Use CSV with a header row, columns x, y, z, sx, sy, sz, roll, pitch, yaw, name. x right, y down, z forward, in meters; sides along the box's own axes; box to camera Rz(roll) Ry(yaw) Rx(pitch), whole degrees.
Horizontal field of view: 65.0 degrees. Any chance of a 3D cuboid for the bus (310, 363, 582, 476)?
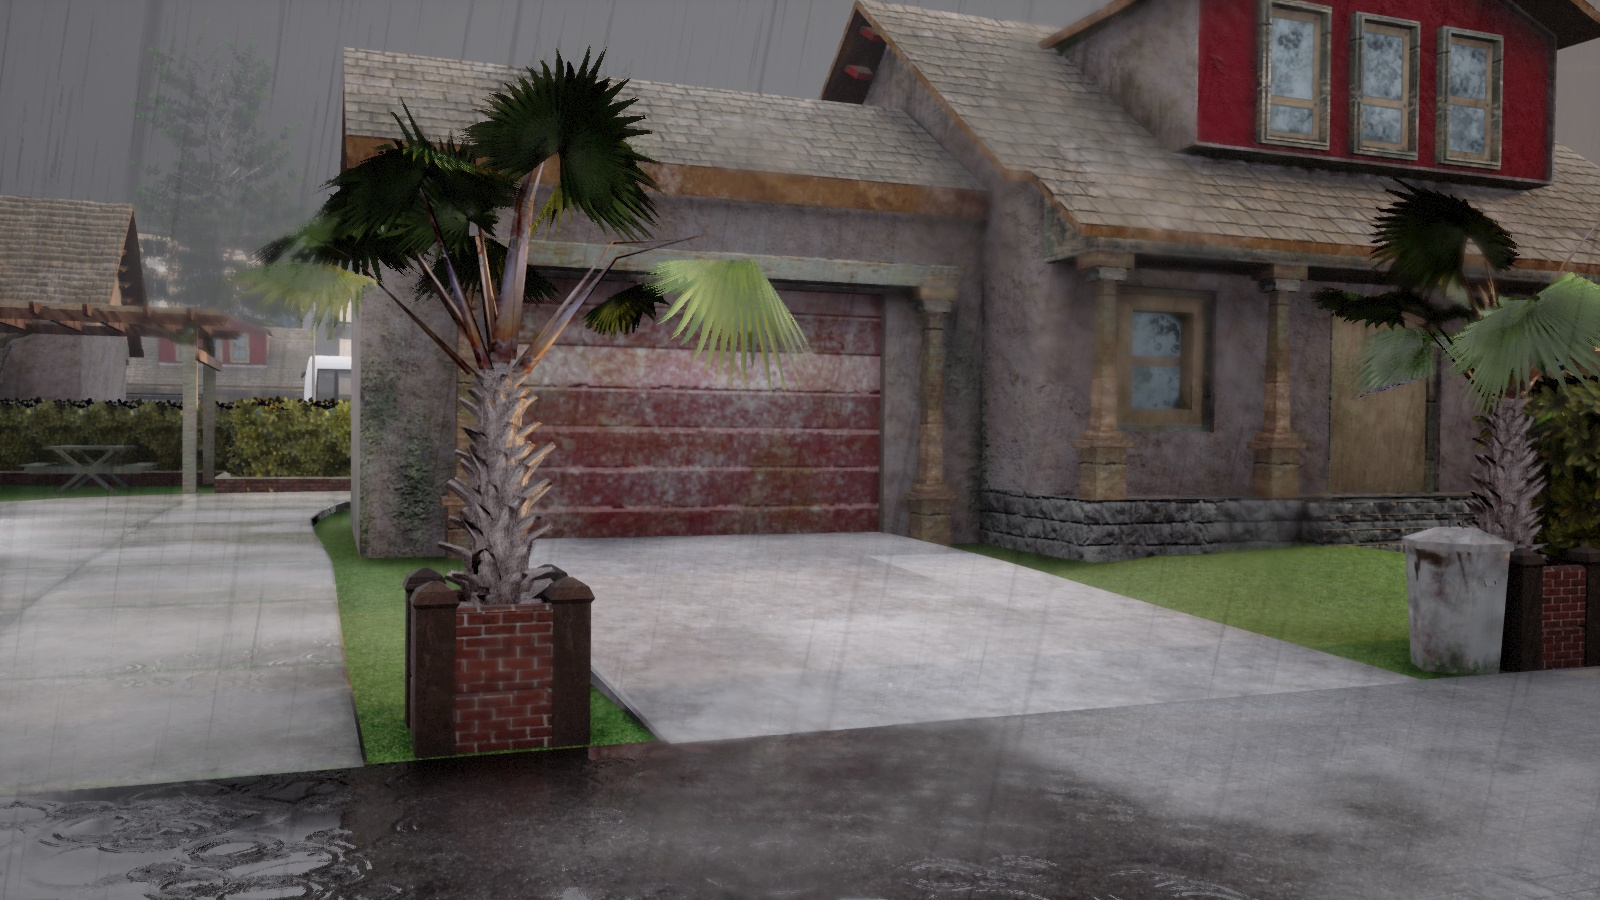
x,y,z,sx,sy,sz,roll,pitch,yaw,name
-14.429,-1.257,51.273,10.273,4.253,3.944,-1,1,-21,bus
